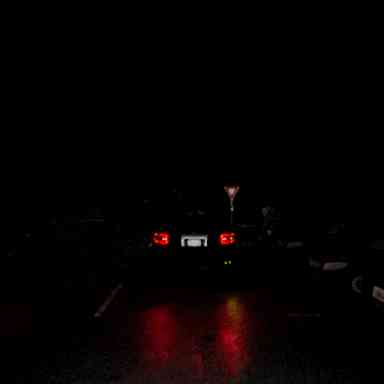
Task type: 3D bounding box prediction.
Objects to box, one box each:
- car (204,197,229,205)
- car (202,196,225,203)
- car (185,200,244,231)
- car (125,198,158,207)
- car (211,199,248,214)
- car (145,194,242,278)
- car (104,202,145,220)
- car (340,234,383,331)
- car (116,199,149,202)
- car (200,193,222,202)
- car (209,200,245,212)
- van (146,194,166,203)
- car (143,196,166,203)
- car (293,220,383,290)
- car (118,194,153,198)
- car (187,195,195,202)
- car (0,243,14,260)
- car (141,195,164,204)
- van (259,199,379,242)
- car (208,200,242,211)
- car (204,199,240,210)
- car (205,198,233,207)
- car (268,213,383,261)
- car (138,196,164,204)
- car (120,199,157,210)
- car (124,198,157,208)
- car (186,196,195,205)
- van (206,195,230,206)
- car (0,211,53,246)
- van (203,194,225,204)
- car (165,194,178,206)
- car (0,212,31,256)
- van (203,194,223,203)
[{"bbox_3d":[4.784,1.750,65.225,4.792,1.488,2.163,0,1,0],"label":"car"},{"bbox_3d":[4.756,1.683,73.402,5.008,1.535,2.097,0,0,0],"label":"car"},{"bbox_3d":[1.538,1.450,21.103,2.097,1.767,4.553,-2,-3,27],"label":"car"},{"bbox_3d":[-8.506,1.798,56.816,5.366,1.575,1.946,0,1,0],"label":"car"},{"bbox_3d":[4.797,1.823,43.065,4.553,1.767,2.185,0,1,0],"label":"car"},{"bbox_3d":[0.071,1.236,10.333,2.150,2.045,5.566,0,1,0],"label":"car"},{"bbox_3d":[-6.066,1.902,31.045,4.181,1.385,1.994,2,-4,-31],"label":"car"},{"bbox_3d":[5.070,1.532,4.828,4.792,1.488,2.163,0,0,0],"label":"car"},{"bbox_3d":[-8.343,1.979,42.937,4.792,1.488,2.163,0,1,0],"label":"car"},{"bbox_3d":[4.718,1.410,84.482,5.566,2.045,2.435,0,0,0],"label":"car"},{"bbox_3d":[4.735,1.950,45.712,4.792,1.488,2.163,0,1,0],"label":"car"},{"bbox_3d":[-8.213,1.451,76.238,4.442,1.987,1.878,0,0,0],"label":"van"},{"bbox_3d":[-8.299,1.712,73.462,4.792,1.488,2.163,0,0,0],"label":"car"},{"bbox_3d":[5.045,1.540,7.741,4.674,1.452,2.002,0,0,0],"label":"car"},{"bbox_3d":[-8.288,1.639,48.485,5.566,2.045,2.435,0,1,0],"label":"car"},{"bbox_3d":[-0.293,1.497,81.642,1.882,1.535,5.008,0,0,0],"label":"car"},{"bbox_3d":[-3.594,1.521,2.467,1.837,1.490,4.892,0,0,0],"label":"car"},{"bbox_3d":[-8.296,1.565,70.688,4.553,1.767,2.185,0,0,0],"label":"car"},{"bbox_3d":[4.918,1.259,13.198,4.442,1.987,1.878,-1,0,0],"label":"van"},{"bbox_3d":[4.760,1.931,48.482,4.674,1.452,2.002,0,1,0],"label":"car"},{"bbox_3d":[4.576,1.858,51.252,5.366,1.575,1.946,0,1,0],"label":"car"},{"bbox_3d":[4.730,1.802,59.561,4.792,1.488,2.163,0,1,0],"label":"car"},{"bbox_3d":[5.046,1.531,10.526,4.674,1.452,2.002,0,0,0],"label":"car"},{"bbox_3d":[-8.332,1.703,67.909,4.892,1.521,2.231,0,0,0],"label":"car"},{"bbox_3d":[-8.132,1.857,51.264,5.366,1.575,1.946,0,1,0],"label":"car"},{"bbox_3d":[-8.313,1.832,54.041,4.892,1.521,2.231,0,1,0],"label":"car"},{"bbox_3d":[-0.258,1.725,68.980,1.837,1.490,4.892,0,1,0],"label":"car"},{"bbox_3d":[4.873,1.518,62.452,4.442,1.987,1.878,0,1,0],"label":"van"},{"bbox_3d":[-8.065,1.512,13.121,4.792,1.488,2.163,0,0,0],"label":"car"},{"bbox_3d":[4.644,1.466,70.616,4.442,1.987,1.878,0,0,0],"label":"van"},{"bbox_3d":[-3.832,1.481,62.605,2.150,2.045,5.566,0,1,1],"label":"car"},{"bbox_3d":[-8.007,1.521,10.337,4.792,1.488,2.163,0,0,0],"label":"car"},{"bbox_3d":[4.866,1.452,76.172,4.442,1.987,1.878,0,0,0],"label":"van"}]
